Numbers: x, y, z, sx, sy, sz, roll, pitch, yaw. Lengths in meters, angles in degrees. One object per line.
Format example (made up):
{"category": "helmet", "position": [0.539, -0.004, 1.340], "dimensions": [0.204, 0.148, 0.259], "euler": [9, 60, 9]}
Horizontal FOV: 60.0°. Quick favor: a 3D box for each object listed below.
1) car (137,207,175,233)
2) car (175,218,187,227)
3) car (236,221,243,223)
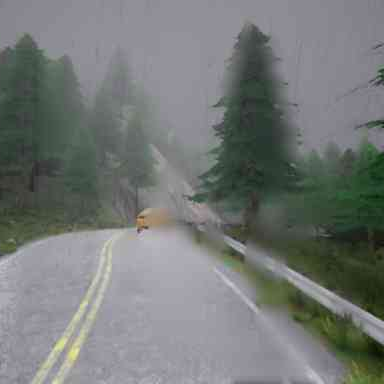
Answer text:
{"category": "car", "position": [-2.348, 1.784, 21.807], "dimensions": [1.882, 1.535, 5.008], "euler": [-1, -3, 0]}
{"category": "car", "position": [-1.072, 3.733, 39.588], "dimensions": [1.895, 1.301, 4.718], "euler": [-3, -9, 29]}
{"category": "car", "position": [6.058, 4.589, 44.163], "dimensions": [1.994, 1.385, 4.181], "euler": [-4, -10, 37]}
